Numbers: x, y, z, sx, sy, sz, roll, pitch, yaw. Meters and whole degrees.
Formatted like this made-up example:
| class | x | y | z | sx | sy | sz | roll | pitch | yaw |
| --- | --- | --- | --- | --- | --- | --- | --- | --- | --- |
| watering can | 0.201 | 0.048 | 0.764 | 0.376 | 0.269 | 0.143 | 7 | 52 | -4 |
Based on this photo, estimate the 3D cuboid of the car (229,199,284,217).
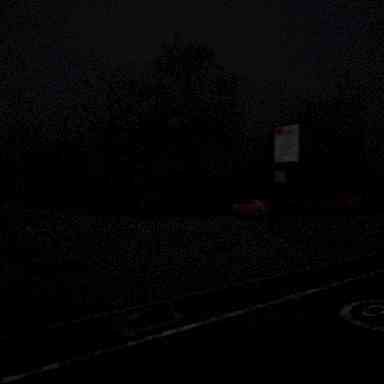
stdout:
| class | x | y | z | sx | sy | sz | roll | pitch | yaw |
| --- | --- | --- | --- | --- | --- | --- | --- | --- | --- |
| car | 5.526 | 1.411 | 30.451 | 2.097 | 1.535 | 5.008 | 0 | 0 | -35 |

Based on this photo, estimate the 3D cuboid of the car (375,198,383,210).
| class | x | y | z | sx | sy | sz | roll | pitch | yaw |
| --- | --- | --- | --- | --- | --- | --- | --- | --- | --- |
| car | 23.656 | 1.554 | 43.394 | 2.002 | 1.452 | 4.674 | 1 | 0 | -36 |

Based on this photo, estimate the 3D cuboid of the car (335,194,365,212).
| class | x | y | z | sx | sy | sz | roll | pitch | yaw |
| --- | --- | --- | --- | --- | --- | --- | --- | --- | --- |
| car | 16.878 | 1.330 | 38.515 | 2.185 | 1.767 | 4.553 | 0 | 0 | -36 |

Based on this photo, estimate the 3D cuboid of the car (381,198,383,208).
| class | x | y | z | sx | sy | sz | roll | pitch | yaw |
| --- | --- | --- | --- | --- | --- | --- | --- | --- | --- |
| car | 30.467 | 1.605 | 48.235 | 2.163 | 1.488 | 4.792 | 1 | 0 | -36 |

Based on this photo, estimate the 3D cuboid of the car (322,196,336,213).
| class | x | y | z | sx | sy | sz | roll | pitch | yaw |
| --- | --- | --- | --- | --- | --- | --- | --- | --- | --- |
| car | 12.325 | 1.468 | 35.307 | 2.002 | 1.452 | 4.674 | 0 | 0 | -35 |

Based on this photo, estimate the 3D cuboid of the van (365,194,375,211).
| class | x | y | z | sx | sy | sz | roll | pitch | yaw |
| --- | --- | --- | --- | --- | --- | --- | --- | --- | --- |
| van | 19.055 | 1.247 | 40.252 | 1.878 | 1.987 | 4.442 | 0 | 0 | -36 |

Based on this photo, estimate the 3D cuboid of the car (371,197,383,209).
| class | x | y | z | sx | sy | sz | roll | pitch | yaw |
| --- | --- | --- | --- | --- | --- | --- | --- | --- | --- |
| car | 28.189 | 1.554 | 46.634 | 2.097 | 1.535 | 5.008 | 1 | 0 | -36 |

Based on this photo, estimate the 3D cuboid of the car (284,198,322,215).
| class | x | y | z | sx | sy | sz | roll | pitch | yaw |
| --- | --- | --- | --- | --- | --- | --- | --- | --- | --- |
| car | 10.055 | 1.418 | 33.692 | 2.097 | 1.535 | 5.008 | 0 | 0 | -35 |

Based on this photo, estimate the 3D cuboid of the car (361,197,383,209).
| class | x | y | z | sx | sy | sz | roll | pitch | yaw |
| --- | --- | --- | --- | --- | --- | --- | --- | --- | --- |
| car | 26.028 | 1.531 | 44.866 | 1.946 | 1.575 | 5.366 | 1 | 0 | -36 |

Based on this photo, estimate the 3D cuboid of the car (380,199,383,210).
| class | x | y | z | sx | sy | sz | roll | pitch | yaw |
| --- | --- | --- | --- | --- | --- | --- | --- | --- | --- |
| car | 15.369 | 1.414 | 21.404 | 2.231 | 1.521 | 4.892 | 0 | 0 | -35 |
